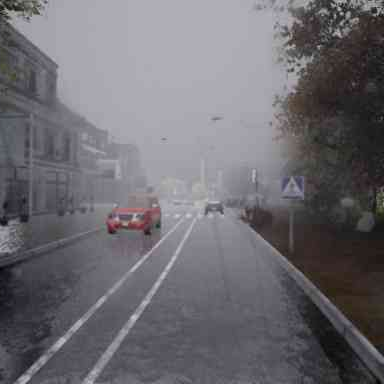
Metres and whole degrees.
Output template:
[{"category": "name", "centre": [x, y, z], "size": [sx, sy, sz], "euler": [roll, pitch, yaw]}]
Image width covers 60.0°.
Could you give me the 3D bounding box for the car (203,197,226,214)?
[{"category": "car", "centre": [2.367, 1.550, 35.524], "size": [1.812, 1.442, 4.674], "euler": [0, 0, 4]}]

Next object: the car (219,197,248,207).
[{"category": "car", "centre": [8.825, 2.084, 70.618], "size": [5.566, 2.045, 2.435], "euler": [2, -2, -19]}]

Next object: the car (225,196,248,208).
[{"category": "car", "centre": [8.484, 1.699, 55.832], "size": [5.566, 2.045, 2.435], "euler": [2, -2, -19]}]

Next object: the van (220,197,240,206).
[{"category": "van", "centre": [9.102, 2.328, 79.528], "size": [4.442, 1.987, 1.878], "euler": [2, -2, -19]}]

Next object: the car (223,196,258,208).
[{"category": "car", "centre": [8.503, 1.775, 58.759], "size": [5.566, 2.045, 2.435], "euler": [2, -1, -19]}]

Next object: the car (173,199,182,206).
[{"category": "car", "centre": [-3.327, 2.375, 76.505], "size": [1.882, 1.535, 5.008], "euler": [0, -1, 1]}]

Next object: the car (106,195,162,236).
[{"category": "car", "centre": [-3.030, 1.204, 18.669], "size": [2.150, 2.045, 5.566], "euler": [0, 0, 3]}]

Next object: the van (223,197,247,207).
[{"category": "van", "centre": [8.835, 2.037, 67.691], "size": [4.442, 1.987, 1.878], "euler": [2, -2, -19]}]

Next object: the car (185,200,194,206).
[{"category": "car", "centre": [-0.527, 2.471, 76.457], "size": [1.994, 1.385, 4.181], "euler": [0, -1, 1]}]

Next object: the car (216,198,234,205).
[{"category": "car", "centre": [9.264, 2.750, 94.308], "size": [4.553, 1.767, 2.185], "euler": [2, -1, -19]}]
